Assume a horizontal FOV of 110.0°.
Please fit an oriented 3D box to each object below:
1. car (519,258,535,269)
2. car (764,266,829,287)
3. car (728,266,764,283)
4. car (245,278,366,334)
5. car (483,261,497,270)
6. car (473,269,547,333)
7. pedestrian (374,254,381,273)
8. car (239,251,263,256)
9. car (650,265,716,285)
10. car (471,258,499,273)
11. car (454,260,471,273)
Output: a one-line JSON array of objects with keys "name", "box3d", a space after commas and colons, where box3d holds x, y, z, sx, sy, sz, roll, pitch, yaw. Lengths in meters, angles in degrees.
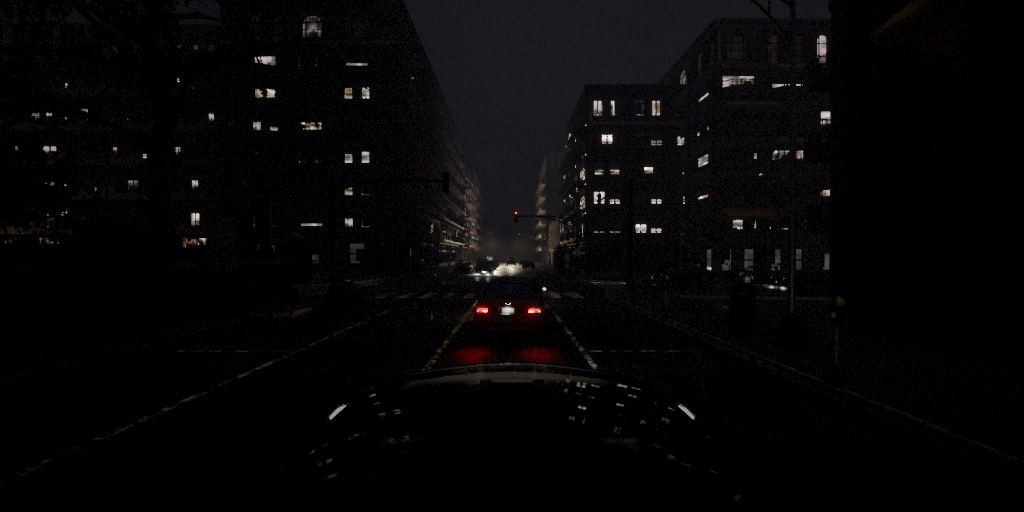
[{"name": "car", "box3d": [2.556, 1.299, 54.252, 2.007, 1.370, 4.403, 0, 0, 0]}, {"name": "car", "box3d": [23.976, 1.740, 28.942, 5.357, 1.411, 2.033, 1, 0, -1]}, {"name": "car", "box3d": [21.305, 1.571, 31.465, 4.097, 1.591, 1.967, 0, 0, -1]}, {"name": "car", "box3d": [-5.710, 1.331, 10.547, 1.802, 1.307, 4.207, 0, 0, 0]}, {"name": "car", "box3d": [-3.211, 1.350, 53.185, 1.895, 1.301, 4.718, 0, 0, 0]}, {"name": "car", "box3d": [0.056, 1.297, 10.759, 2.033, 1.411, 5.357, 0, 0, 3]}, {"name": "pedestrian", "box3d": [-12.794, 0.652, 33.932, 0.375, 1.860, 0.375, 0, -1, -1]}, {"name": "car", "box3d": [-17.597, 0.694, 25.126, 5.566, 2.045, 2.150, 1, 0, -1]}, {"name": "car", "box3d": [13.700, 1.502, 28.790, 4.902, 1.511, 2.128, 1, 0, -1]}, {"name": "car", "box3d": [-3.178, 1.296, 43.094, 2.033, 1.411, 5.357, 0, 0, 3]}, {"name": "car", "box3d": [-5.794, 1.188, 42.958, 1.967, 1.591, 4.097, 0, 0, 0]}]
